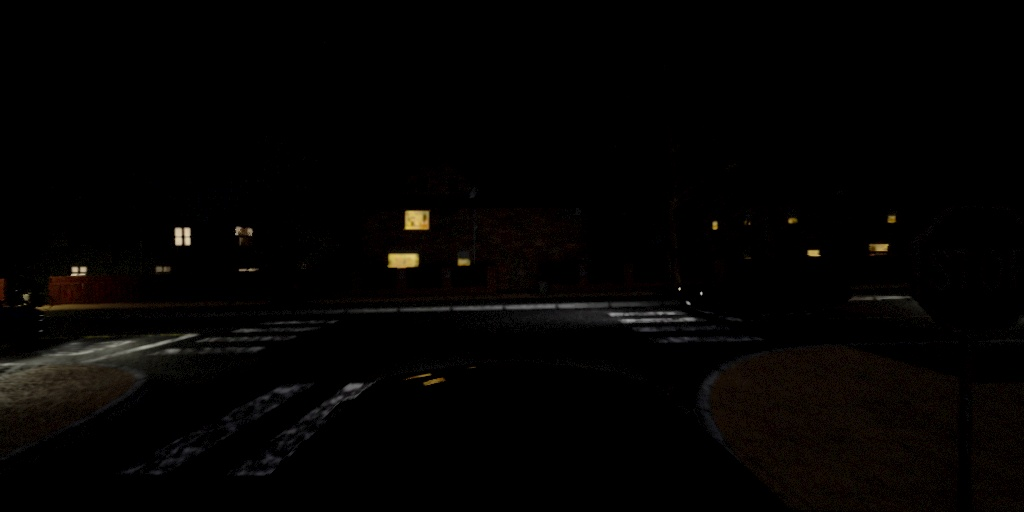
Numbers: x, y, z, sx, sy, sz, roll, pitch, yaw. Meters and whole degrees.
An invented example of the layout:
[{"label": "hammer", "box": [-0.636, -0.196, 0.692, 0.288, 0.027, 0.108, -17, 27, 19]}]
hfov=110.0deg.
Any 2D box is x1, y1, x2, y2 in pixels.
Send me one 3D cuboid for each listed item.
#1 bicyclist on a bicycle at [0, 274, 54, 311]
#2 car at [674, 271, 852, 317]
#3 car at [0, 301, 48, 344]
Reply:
[{"label": "bicyclist on a bicycle", "box": [-20.050, 1.580, 14.843, 0.582, 1.620, 1.656, -1, 1, 0]}, {"label": "car", "box": [7.984, 1.176, 11.774, 4.718, 1.301, 1.895, -1, 0, 0]}, {"label": "car", "box": [-14.855, 1.654, 8.963, 5.008, 1.535, 1.882, -1, 0, 0]}]
